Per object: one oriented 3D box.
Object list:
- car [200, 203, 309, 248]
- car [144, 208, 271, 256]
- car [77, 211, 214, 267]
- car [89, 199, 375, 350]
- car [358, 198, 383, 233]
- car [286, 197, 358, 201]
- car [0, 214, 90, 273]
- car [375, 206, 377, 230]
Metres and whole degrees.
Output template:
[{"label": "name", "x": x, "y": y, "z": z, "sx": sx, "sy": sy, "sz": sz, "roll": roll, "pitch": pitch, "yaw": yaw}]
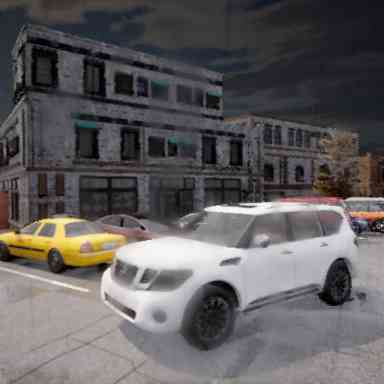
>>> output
[{"label": "car", "x": 2.905, "y": 1.417, "z": 15.723, "sx": 4.553, "sy": 1.767, "sz": 2.185, "roll": -1, "pitch": -1, "yaw": 34}, {"label": "car", "x": 0.545, "y": 1.528, "z": 13.983, "sx": 4.892, "sy": 1.521, "sz": 2.231, "roll": -1, "pitch": -1, "yaw": 34}, {"label": "car", "x": -1.822, "y": 1.541, "z": 12.260, "sx": 4.792, "sy": 1.488, "sz": 2.163, "roll": -1, "pitch": -1, "yaw": 35}, {"label": "car", "x": 1.117, "y": 1.247, "z": 6.633, "sx": 5.566, "sy": 2.045, "sz": 2.150, "roll": 1, "pitch": -1, "yaw": -36}, {"label": "car", "x": 10.108, "y": 1.473, "z": 20.796, "sx": 4.553, "sy": 1.767, "sz": 2.185, "roll": -1, "pitch": -1, "yaw": 34}, {"label": "car", "x": 5.286, "y": 1.310, "z": 17.419, "sx": 5.566, "sy": 2.045, "sz": 2.435, "roll": -1, "pitch": -1, "yaw": 34}, {"label": "car", "x": -4.386, "y": 1.496, "z": 10.681, "sx": 5.366, "sy": 1.575, "sz": 1.946, "roll": -1, "pitch": -1, "yaw": 34}, {"label": "car", "x": 7.699, "y": 1.620, "z": 19.111, "sx": 4.674, "sy": 1.452, "sz": 2.002, "roll": -1, "pitch": -1, "yaw": 34}]
